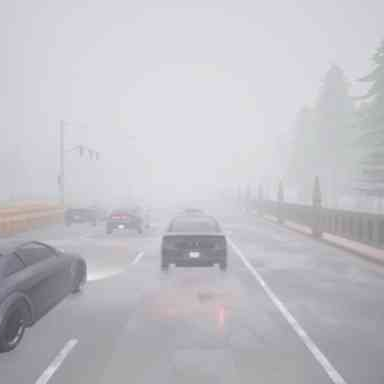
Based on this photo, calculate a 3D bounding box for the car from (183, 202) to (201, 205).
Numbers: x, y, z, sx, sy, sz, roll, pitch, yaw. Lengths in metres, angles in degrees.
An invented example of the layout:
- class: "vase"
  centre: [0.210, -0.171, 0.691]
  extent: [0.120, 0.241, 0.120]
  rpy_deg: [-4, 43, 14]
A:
- class: "car"
  centre: [-0.004, 1.431, 23.692]
  extent: [1.812, 1.442, 4.674]
  rpy_deg: [0, 0, 0]

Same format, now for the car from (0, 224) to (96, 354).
- class: "car"
  centre: [-3.426, 1.540, 6.077]
  extent: [1.994, 1.385, 4.181]
  rpy_deg: [0, 0, 0]

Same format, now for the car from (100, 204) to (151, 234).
- class: "car"
  centre: [-3.482, 1.431, 18.682]
  extent: [1.837, 1.490, 4.892]
  rpy_deg: [0, 0, 0]

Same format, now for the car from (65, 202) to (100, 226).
- class: "car"
  centre: [-7.033, 1.389, 22.697]
  extent: [1.882, 1.535, 5.008]
  rpy_deg: [0, 0, -1]

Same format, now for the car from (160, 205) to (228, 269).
- class: "car"
  centre: [0.054, 1.433, 10.998]
  extent: [1.882, 1.535, 5.008]
  rpy_deg: [0, 0, 0]
